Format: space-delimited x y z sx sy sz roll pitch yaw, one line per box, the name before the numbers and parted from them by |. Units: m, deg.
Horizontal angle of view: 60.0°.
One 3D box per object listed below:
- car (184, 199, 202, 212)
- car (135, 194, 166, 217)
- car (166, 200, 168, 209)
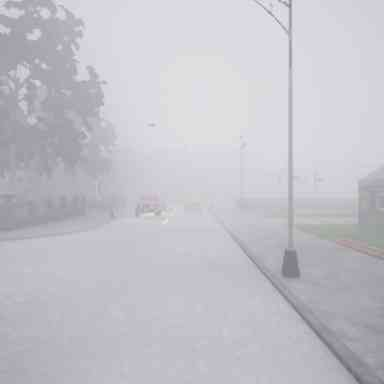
car | 0.099 1.498 38.194 1.882 1.535 5.008 0 0 0
car | -4.104 1.239 32.169 2.150 2.045 5.566 0 0 0
car | -4.067 1.514 42.249 2.128 1.511 4.902 0 0 0
